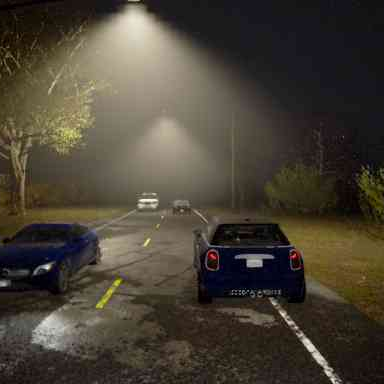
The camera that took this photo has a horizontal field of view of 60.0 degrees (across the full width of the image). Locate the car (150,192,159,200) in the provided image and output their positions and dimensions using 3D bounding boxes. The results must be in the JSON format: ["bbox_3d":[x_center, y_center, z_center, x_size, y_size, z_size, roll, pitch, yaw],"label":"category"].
[{"bbox_3d":[-9.418,0.970,82.767,2.150,2.045,5.566,0,0,-8],"label":"car"}]

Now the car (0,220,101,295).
[{"bbox_3d":[-3.732,1.521,8.823,1.812,1.442,4.674,0,0,-1],"label":"car"}]

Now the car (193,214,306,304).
[{"bbox_3d":[1.129,1.346,8.337,2.097,1.767,4.553,0,0,-1],"label":"car"}]

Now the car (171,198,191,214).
[{"bbox_3d":[-1.109,1.547,35.070,1.895,1.301,4.718,0,0,-3],"label":"car"}]

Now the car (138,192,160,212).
[{"bbox_3d":[-4.892,1.162,37.992,2.150,2.045,5.566,0,0,-4],"label":"car"}]

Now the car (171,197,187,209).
[{"bbox_3d":[-1.843,1.484,45.335,1.994,1.385,4.181,0,0,-5],"label":"car"}]
